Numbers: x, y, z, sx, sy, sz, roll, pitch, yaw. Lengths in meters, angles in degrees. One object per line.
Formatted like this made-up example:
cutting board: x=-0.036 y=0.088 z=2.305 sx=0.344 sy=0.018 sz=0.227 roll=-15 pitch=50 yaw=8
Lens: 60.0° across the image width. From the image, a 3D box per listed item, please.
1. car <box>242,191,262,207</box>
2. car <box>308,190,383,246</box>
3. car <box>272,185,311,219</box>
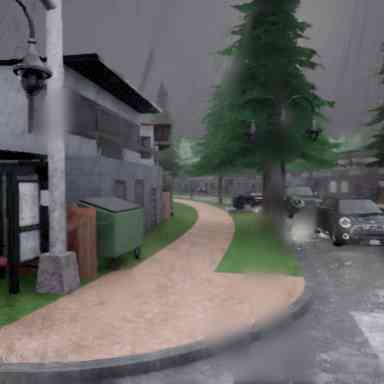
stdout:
car: x=6.120 y=0.647 z=32.671 sx=2.033 sy=1.411 sz=5.357 roll=-1 pitch=2 yaw=-10
car: x=6.122 y=0.958 z=12.797 sx=2.097 sy=1.767 sz=4.553 roll=0 pitch=1 yaw=8
car: x=6.945 y=0.576 z=22.441 sx=2.150 sy=2.045 sz=5.566 roll=0 pitch=1 yaw=-2
